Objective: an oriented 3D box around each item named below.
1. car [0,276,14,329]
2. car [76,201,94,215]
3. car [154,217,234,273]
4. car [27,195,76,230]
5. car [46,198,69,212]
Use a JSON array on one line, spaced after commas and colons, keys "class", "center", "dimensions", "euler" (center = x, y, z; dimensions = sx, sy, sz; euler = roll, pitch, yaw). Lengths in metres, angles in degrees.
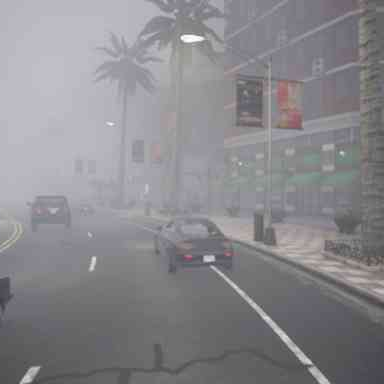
[{"class": "car", "center": [-3.679, 1.596, 3.334], "dimensions": [1.895, 1.301, 4.718], "euler": [0, 0, -5]}, {"class": "car", "center": [-11.205, 1.523, 32.749], "dimensions": [1.994, 1.385, 4.181], "euler": [0, 0, -38]}, {"class": "car", "center": [-0.087, 1.513, 10.648], "dimensions": [1.812, 1.442, 4.674], "euler": [0, 0, -13]}, {"class": "car", "center": [-9.063, 1.197, 21.053], "dimensions": [2.150, 2.045, 5.566], "euler": [0, 0, -28]}, {"class": "car", "center": [-16.227, 1.476, 39.906], "dimensions": [1.812, 1.442, 4.674], "euler": [0, 0, -32]}]
